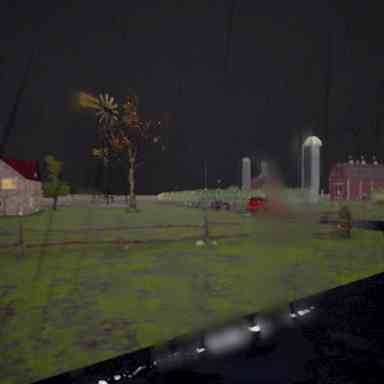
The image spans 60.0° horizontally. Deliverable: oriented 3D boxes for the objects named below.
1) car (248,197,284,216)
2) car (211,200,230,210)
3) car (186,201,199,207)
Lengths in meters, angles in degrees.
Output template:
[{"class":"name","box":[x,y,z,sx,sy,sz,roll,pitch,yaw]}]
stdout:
[{"class":"car","box":[8.073,1.515,36.872,2.150,2.045,5.566,0,-1,-15]},{"class":"car","box":[4.301,1.997,51.078,2.128,1.511,4.902,0,-1,-15]},{"class":"car","box":[0.143,2.416,67.045,1.895,1.301,4.718,0,-1,-15]}]
